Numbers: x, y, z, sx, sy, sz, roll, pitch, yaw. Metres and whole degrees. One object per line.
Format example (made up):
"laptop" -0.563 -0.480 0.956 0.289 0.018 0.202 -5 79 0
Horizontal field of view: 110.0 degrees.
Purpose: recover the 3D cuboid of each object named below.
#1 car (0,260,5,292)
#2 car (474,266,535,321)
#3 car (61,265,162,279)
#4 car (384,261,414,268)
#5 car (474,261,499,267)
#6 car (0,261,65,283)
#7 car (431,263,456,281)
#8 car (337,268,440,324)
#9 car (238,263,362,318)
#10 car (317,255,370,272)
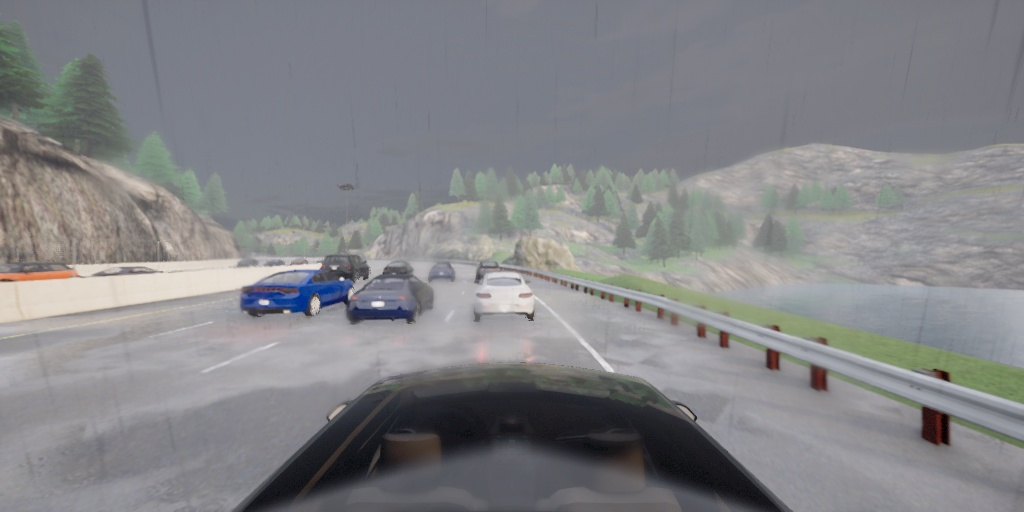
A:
"car" -29.001 1.117 17.566 2.097 1.767 4.553 0 0 -6
"car" -0.315 1.238 12.163 1.812 1.442 4.674 0 0 -3
"car" -22.280 1.301 20.621 1.994 1.385 4.181 0 0 -7
"car" -9.096 1.150 29.116 1.882 1.535 5.008 0 0 -8
"car" -1.853 1.151 27.829 2.128 1.511 4.902 0 0 -8
"car" -25.586 1.105 18.527 2.097 1.767 4.553 0 0 -6
"car" -5.443 1.231 28.223 1.994 1.385 4.181 0 0 -8
"car" -3.806 1.286 11.880 1.994 1.385 4.181 0 0 -3
"car" -7.368 1.205 12.930 1.882 1.535 5.008 0 0 -3
"car" -12.253 0.911 26.648 2.150 2.045 5.566 0 0 -8
